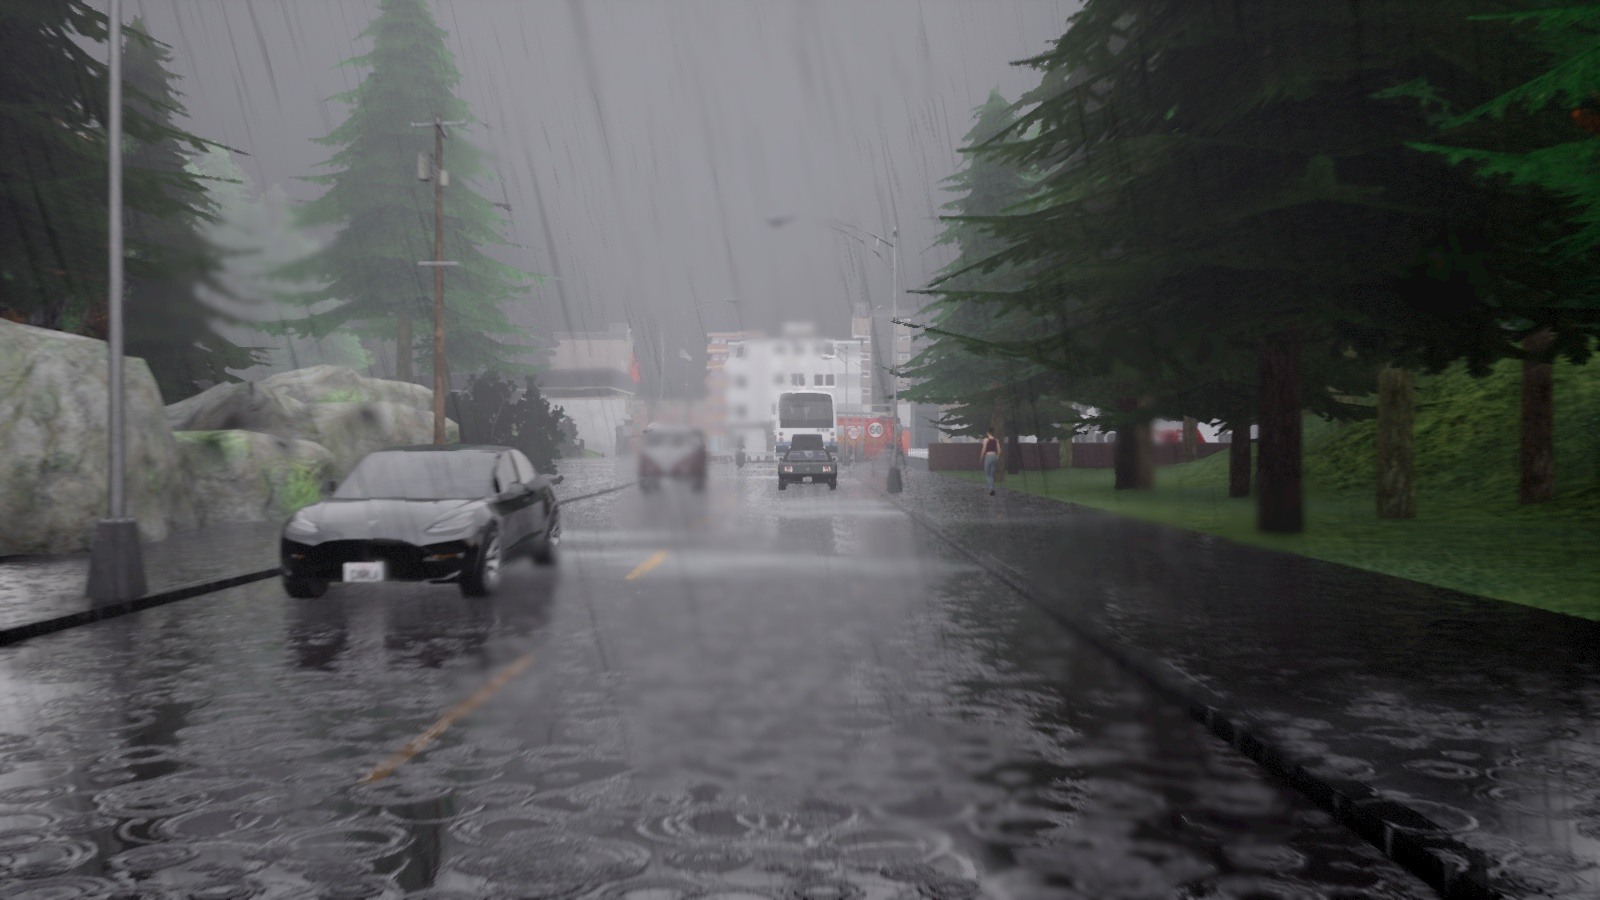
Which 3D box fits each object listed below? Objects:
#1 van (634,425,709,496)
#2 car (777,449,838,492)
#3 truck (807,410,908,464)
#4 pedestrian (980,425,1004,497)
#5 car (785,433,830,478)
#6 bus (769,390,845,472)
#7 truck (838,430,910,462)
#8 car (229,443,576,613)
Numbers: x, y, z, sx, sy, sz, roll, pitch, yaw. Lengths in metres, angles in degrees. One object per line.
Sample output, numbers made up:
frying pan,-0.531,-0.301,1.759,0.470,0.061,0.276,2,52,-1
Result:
van,-3.772,0.288,37.473,1.775,1.987,4.442,0,0,0
car,0.247,0.619,41.026,1.895,1.301,4.718,0,0,0
truck,4.373,-0.935,93.773,2.891,3.827,8.468,0,0,41
pedestrian,4.990,0.278,32.672,0.345,1.836,0.594,0,0,-22
car,0.311,0.234,55.224,1.905,1.878,3.866,0,0,0
bus,0.379,-1.023,70.616,3.944,4.253,10.273,0,0,0
truck,5.814,-0.284,98.682,5.204,2.467,2.627,0,0,-9
car,-3.909,0.669,13.401,2.163,1.488,4.792,0,0,0
